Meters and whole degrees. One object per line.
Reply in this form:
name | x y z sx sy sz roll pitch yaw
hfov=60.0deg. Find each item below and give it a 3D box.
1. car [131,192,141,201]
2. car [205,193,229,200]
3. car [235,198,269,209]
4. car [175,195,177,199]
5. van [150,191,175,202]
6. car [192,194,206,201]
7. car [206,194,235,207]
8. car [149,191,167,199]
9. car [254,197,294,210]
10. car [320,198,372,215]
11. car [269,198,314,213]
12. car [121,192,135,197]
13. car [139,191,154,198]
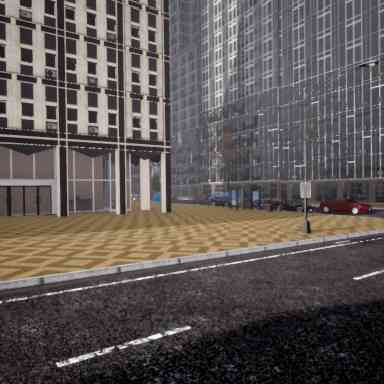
car | -11.678 1.039 68.044 2.008 1.369 4.403 0 1 -34
car | 4.403 1.241 49.137 1.994 1.385 4.181 -1 1 -34
car | 7.492 1.388 39.843 1.802 1.307 4.206 0 1 -34
car | -4.762 0.936 72.777 1.802 1.307 4.206 0 1 -34
van | -5.256 0.937 58.662 1.690 1.788 3.998 0 1 -34
car | 1.659 1.043 63.397 1.802 1.307 4.206 0 1 -34
car | 4.330 1.319 44.566 1.947 1.339 4.313 0 1 -34
car | -7.973 0.615 77.464 2.192 1.841 5.009 0 1 -34
car | 10.048 1.369 40.884 1.895 1.301 4.718 -1 1 -35
car | 15.266 1.330 33.240 1.882 1.535 5.008 -1 1 -34
car | 10.689 1.424 35.141 1.947 1.339 4.313 0 1 -34
car | -17.604 0.688 91.536 2.008 1.369 4.403 0 1 -34
car | -11.183 0.686 82.155 1.967 1.590 4.097 0 1 -34
